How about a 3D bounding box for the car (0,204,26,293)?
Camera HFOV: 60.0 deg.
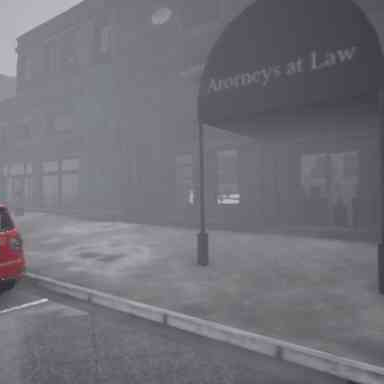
[{"bbox_3d":[-6.056,1.227,7.633,5.566,2.045,2.435,0,0,35],"label":"car"}]
